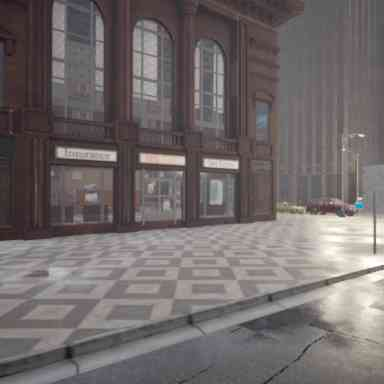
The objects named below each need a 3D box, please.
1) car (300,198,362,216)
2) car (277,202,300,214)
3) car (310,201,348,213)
[{"bbox_3d":[13.953,1.514,33.598,2.192,1.841,5.009,-1,0,-35],"label":"car"},{"bbox_3d":[10.809,1.790,38.052,1.752,1.417,4.829,-1,0,-35],"label":"car"},{"bbox_3d":[17.670,1.887,43.116,1.802,1.307,4.206,-1,0,-35],"label":"car"}]
